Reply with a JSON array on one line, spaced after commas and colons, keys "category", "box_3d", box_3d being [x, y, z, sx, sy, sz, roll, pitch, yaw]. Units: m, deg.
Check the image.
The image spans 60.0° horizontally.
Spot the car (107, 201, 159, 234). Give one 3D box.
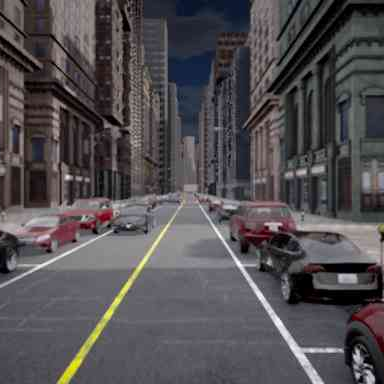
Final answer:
[{"category": "car", "box_3d": [-3.184, 1.481, 19.017, 1.837, 1.490, 4.892, 0, 0, 0]}]

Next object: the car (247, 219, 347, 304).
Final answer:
[{"category": "car", "box_3d": [2.731, 1.556, 7.937, 1.947, 1.339, 4.313, 0, 0, 0]}]

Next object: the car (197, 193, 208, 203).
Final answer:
[{"category": "car", "box_3d": [2.483, 1.365, 63.957, 1.967, 1.590, 4.097, 0, 0, 0]}]

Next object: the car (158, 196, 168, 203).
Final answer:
[{"category": "car", "box_3d": [-6.067, 1.501, 69.514, 1.802, 1.307, 4.206, 0, 0, 0]}]

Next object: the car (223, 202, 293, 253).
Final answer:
[{"category": "car", "box_3d": [2.707, 1.298, 13.538, 2.192, 1.841, 5.009, 0, 0, 0]}]

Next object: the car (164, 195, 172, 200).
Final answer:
[{"category": "car", "box_3d": [-6.141, 1.447, 86.319, 1.887, 1.381, 4.507, 0, 0, 0]}]

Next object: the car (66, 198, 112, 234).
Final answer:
[{"category": "car", "box_3d": [-5.843, 1.292, 19.098, 2.192, 1.841, 5.009, 0, 0, 0]}]

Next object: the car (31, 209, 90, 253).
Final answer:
[{"category": "car", "box_3d": [-5.819, 1.565, 13.497, 1.802, 1.307, 4.206, 0, 0, 0]}]

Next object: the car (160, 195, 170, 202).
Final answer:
[{"category": "car", "box_3d": [-6.091, 1.439, 74.946, 1.752, 1.417, 4.829, 0, 0, 0]}]

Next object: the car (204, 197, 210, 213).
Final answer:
[{"category": "car", "box_3d": [2.607, 1.501, 35.947, 1.887, 1.381, 4.507, 0, 0, 0]}]

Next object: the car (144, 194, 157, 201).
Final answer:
[{"category": "car", "box_3d": [-5.943, 1.390, 41.506, 1.967, 1.590, 4.097, 0, 0, 0]}]

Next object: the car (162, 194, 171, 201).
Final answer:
[{"category": "car", "box_3d": [-6.116, 1.348, 80.718, 1.967, 1.590, 4.097, 0, 0, 0]}]

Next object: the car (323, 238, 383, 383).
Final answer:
[{"category": "car", "box_3d": [2.756, 1.437, 2.335, 1.967, 1.590, 4.097, 0, 0, 0]}]

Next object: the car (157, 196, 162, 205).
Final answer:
[{"category": "car", "box_3d": [-5.967, 1.259, 47.107, 2.192, 1.841, 5.009, 0, 0, 0]}]

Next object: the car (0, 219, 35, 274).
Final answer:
[{"category": "car", "box_3d": [-5.794, 1.556, 7.896, 1.947, 1.339, 4.313, 0, 0, 0]}]

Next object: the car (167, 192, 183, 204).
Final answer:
[{"category": "car", "box_3d": [-3.314, 1.280, 61.397, 2.097, 1.767, 4.553, 0, 0, 0]}]

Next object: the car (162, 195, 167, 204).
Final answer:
[{"category": "car", "box_3d": [-6.017, 1.476, 58.311, 1.887, 1.381, 4.507, 0, 0, 0]}]

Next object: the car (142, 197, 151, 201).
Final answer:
[{"category": "car", "box_3d": [-5.918, 1.523, 35.904, 1.947, 1.339, 4.313, 0, 0, 0]}]

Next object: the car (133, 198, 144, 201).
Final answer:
[{"category": "car", "box_3d": [-5.894, 1.514, 30.302, 2.008, 1.369, 4.403, 0, 0, 0]}]

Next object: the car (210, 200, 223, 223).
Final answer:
[{"category": "car", "box_3d": [2.656, 1.520, 24.743, 2.008, 1.369, 4.403, 0, 0, 0]}]

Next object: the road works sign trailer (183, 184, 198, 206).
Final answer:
[{"category": "road works sign trailer", "box_3d": [-0.233, 0.402, 52.624, 2.380, 3.560, 2.880, 0, 0, 0]}]
